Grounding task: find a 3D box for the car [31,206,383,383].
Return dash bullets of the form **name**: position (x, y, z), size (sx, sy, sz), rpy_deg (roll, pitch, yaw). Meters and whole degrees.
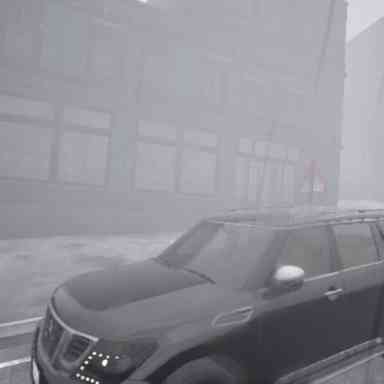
- **car**: position (0.998, 1.239, 4.352), size (5.566, 2.045, 2.150), rpy_deg (0, -1, -31)
